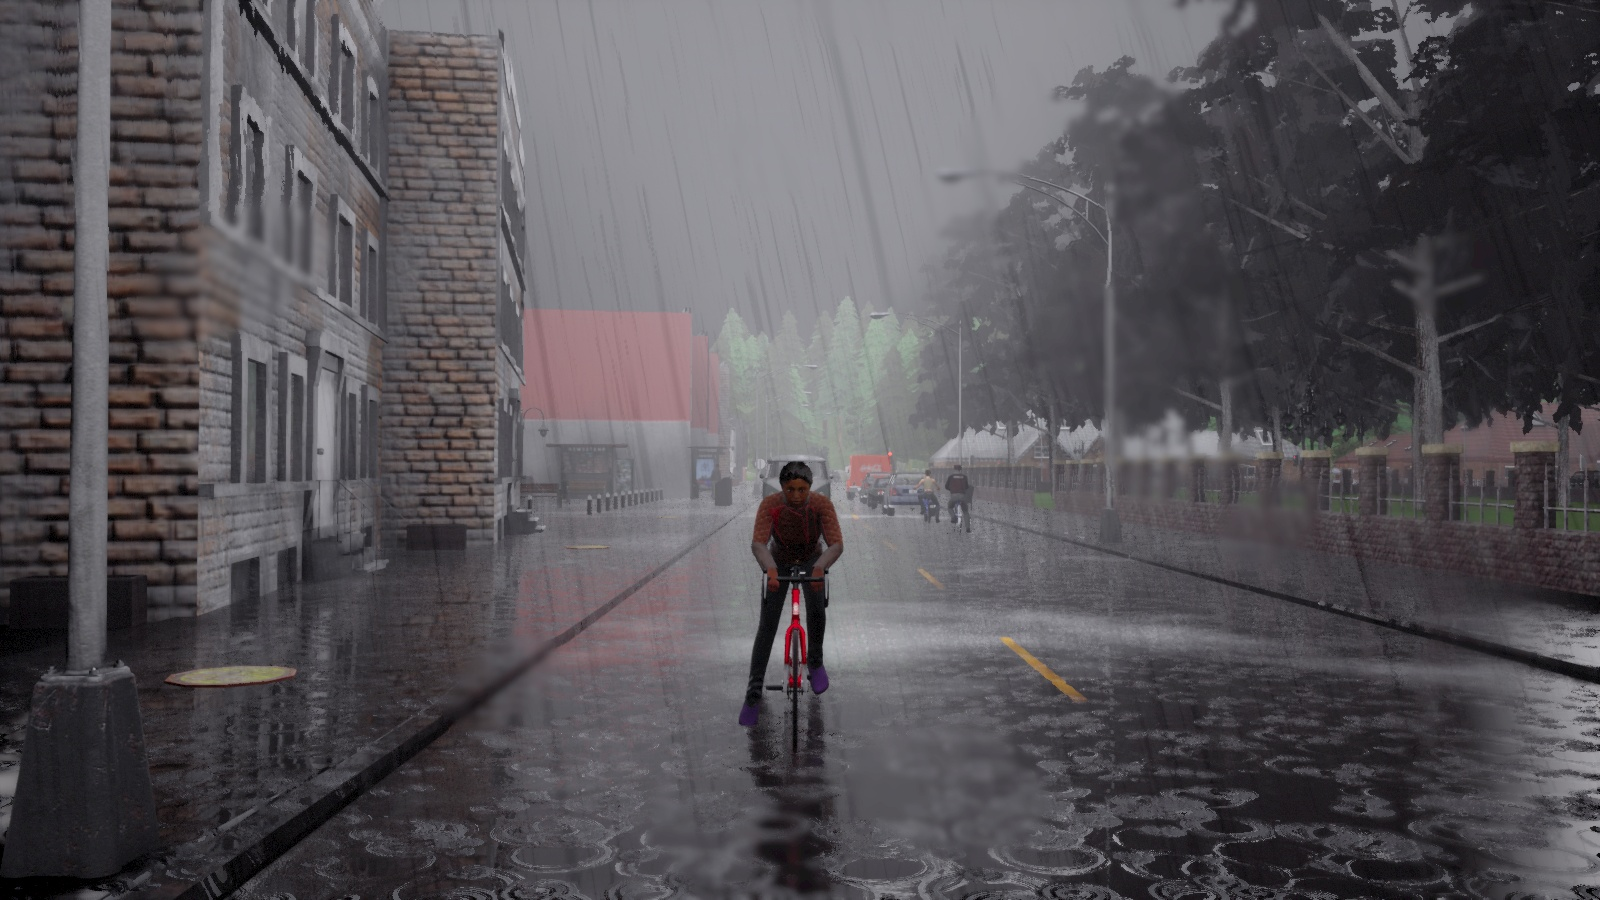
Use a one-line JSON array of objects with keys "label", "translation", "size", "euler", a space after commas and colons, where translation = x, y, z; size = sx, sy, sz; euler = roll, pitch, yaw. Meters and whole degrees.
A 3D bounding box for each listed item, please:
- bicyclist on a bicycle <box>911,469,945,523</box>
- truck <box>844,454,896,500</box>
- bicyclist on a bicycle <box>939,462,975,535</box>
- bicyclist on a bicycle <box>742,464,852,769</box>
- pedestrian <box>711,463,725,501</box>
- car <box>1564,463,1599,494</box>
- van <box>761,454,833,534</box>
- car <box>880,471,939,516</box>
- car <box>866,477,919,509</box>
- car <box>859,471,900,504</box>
[{"label": "bicyclist on a bicycle", "translation": [3.903, 1.378, 38.371], "size": [0.866, 1.612, 1.509], "euler": [0, -1, 0]}, {"label": "truck", "translation": [3.871, 1.498, 70.758], "size": [2.627, 2.467, 5.204], "euler": [0, -1, 0]}, {"label": "bicyclist on a bicycle", "translation": [3.924, 1.196, 31.446], "size": [0.659, 1.776, 1.843], "euler": [0, -1, 0]}, {"label": "bicyclist on a bicycle", "translation": [-0.018, 0.893, 7.505], "size": [0.582, 1.620, 1.656], "euler": [0, -1, 0]}, {"label": "pedestrian", "translation": [-4.090, 1.589, 62.593], "size": [0.431, 1.840, 0.703], "euler": [-1, -1, 27]}, {"label": "car", "translation": [49.155, 1.721, 76.807], "size": [1.932, 1.855, 4.605], "euler": [0, -1, -1]}, {"label": "van", "translation": [-0.081, 1.125, 33.277], "size": [1.775, 1.987, 4.442], "euler": [0, -1, 0]}, {"label": "car", "translation": [3.898, 1.533, 45.085], "size": [1.789, 1.549, 3.705], "euler": [0, -1, 0]}, {"label": "car", "translation": [3.891, 1.796, 53.537], "size": [1.895, 1.301, 4.718], "euler": [0, -1, 0]}, {"label": "car", "translation": [3.882, 1.816, 61.992], "size": [1.789, 1.549, 3.705], "euler": [0, -1, 0]}]
